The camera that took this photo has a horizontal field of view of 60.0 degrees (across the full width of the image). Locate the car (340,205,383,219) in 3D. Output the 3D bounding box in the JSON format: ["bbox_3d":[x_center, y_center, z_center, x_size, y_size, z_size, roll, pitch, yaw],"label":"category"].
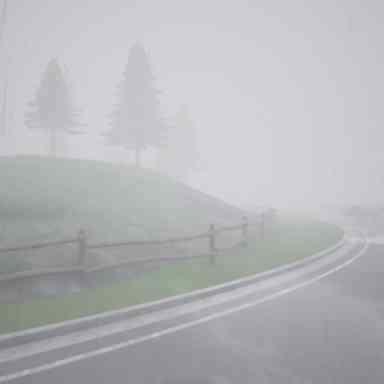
[{"bbox_3d":[18.595,2.197,36.899,2.033,1.411,5.357,0,-1,-4],"label":"car"}]
